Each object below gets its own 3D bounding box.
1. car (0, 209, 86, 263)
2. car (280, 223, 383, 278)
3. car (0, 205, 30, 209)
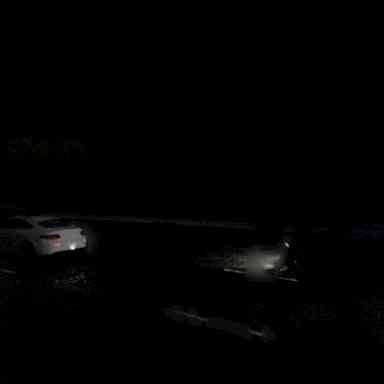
[{"bbox_3d":[-5.767,1.518,11.844,4.674,1.442,1.812,0,0,32],"label":"car"},{"bbox_3d":[4.633,1.550,9.157,4.181,1.385,1.994,0,0,35],"label":"car"},{"bbox_3d":[-10.552,1.467,18.814,5.008,1.535,1.882,0,0,30],"label":"car"}]
